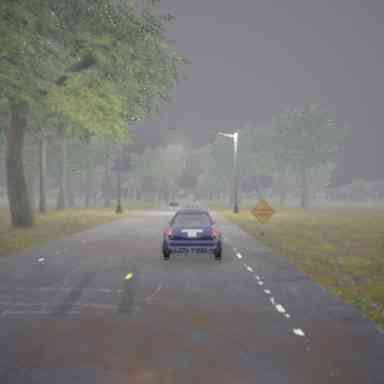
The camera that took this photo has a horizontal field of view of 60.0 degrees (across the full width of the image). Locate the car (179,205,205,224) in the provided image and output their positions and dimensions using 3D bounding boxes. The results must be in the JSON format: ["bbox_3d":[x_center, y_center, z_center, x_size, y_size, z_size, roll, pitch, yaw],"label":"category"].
[{"bbox_3d":[0.022,1.854,28.394,1.994,1.385,4.181,0,-1,1],"label":"car"}]

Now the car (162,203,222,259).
[{"bbox_3d":[0.023,1.484,13.411,2.097,1.767,4.553,0,-1,0],"label":"car"}]

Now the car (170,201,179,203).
[{"bbox_3d":[-3.501,2.330,65.647,1.895,1.301,4.718,0,-1,0],"label":"car"}]

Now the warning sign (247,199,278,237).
[{"bbox_3d":[3.565,1.284,16.853,1.300,1.860,1.060,1,0,0],"label":"warning sign"}]
